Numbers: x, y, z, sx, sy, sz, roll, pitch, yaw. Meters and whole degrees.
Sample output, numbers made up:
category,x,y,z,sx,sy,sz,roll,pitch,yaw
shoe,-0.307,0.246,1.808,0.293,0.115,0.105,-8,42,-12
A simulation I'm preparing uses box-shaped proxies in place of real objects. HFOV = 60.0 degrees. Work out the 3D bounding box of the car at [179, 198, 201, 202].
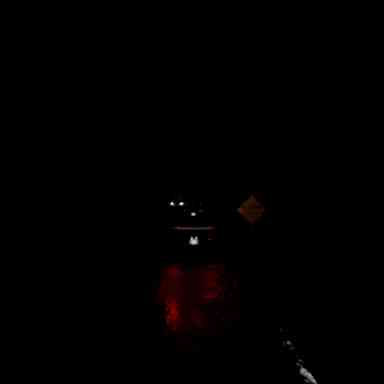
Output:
category,x,y,z,sx,sy,sz,roll,pitch,yaw
car,0.116,1.393,27.619,1.895,1.301,4.718,0,0,1

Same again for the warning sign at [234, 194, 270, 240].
category,x,y,z,sx,sy,sz,roll,pitch,yaw
warning sign,2.491,1.005,13.859,1.300,1.860,1.060,0,1,0

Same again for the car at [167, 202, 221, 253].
category,x,y,z,sx,sy,sz,roll,pitch,yaw
car,0.082,1.387,13.217,2.128,1.511,4.902,0,0,1

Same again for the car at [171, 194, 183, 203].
category,x,y,z,sx,sy,sz,roll,pitch,yaw
car,-2.638,1.073,58.934,1.882,1.535,5.008,0,0,1

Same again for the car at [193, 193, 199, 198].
category,x,y,z,sx,sy,sz,roll,pitch,yaw
car,1.080,0.945,93.872,1.812,1.442,4.674,0,0,0

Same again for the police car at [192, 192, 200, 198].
category,x,y,z,sx,sy,sz,roll,pitch,yaw
police car,1.053,0.890,83.981,1.930,1.638,5.238,0,0,0
